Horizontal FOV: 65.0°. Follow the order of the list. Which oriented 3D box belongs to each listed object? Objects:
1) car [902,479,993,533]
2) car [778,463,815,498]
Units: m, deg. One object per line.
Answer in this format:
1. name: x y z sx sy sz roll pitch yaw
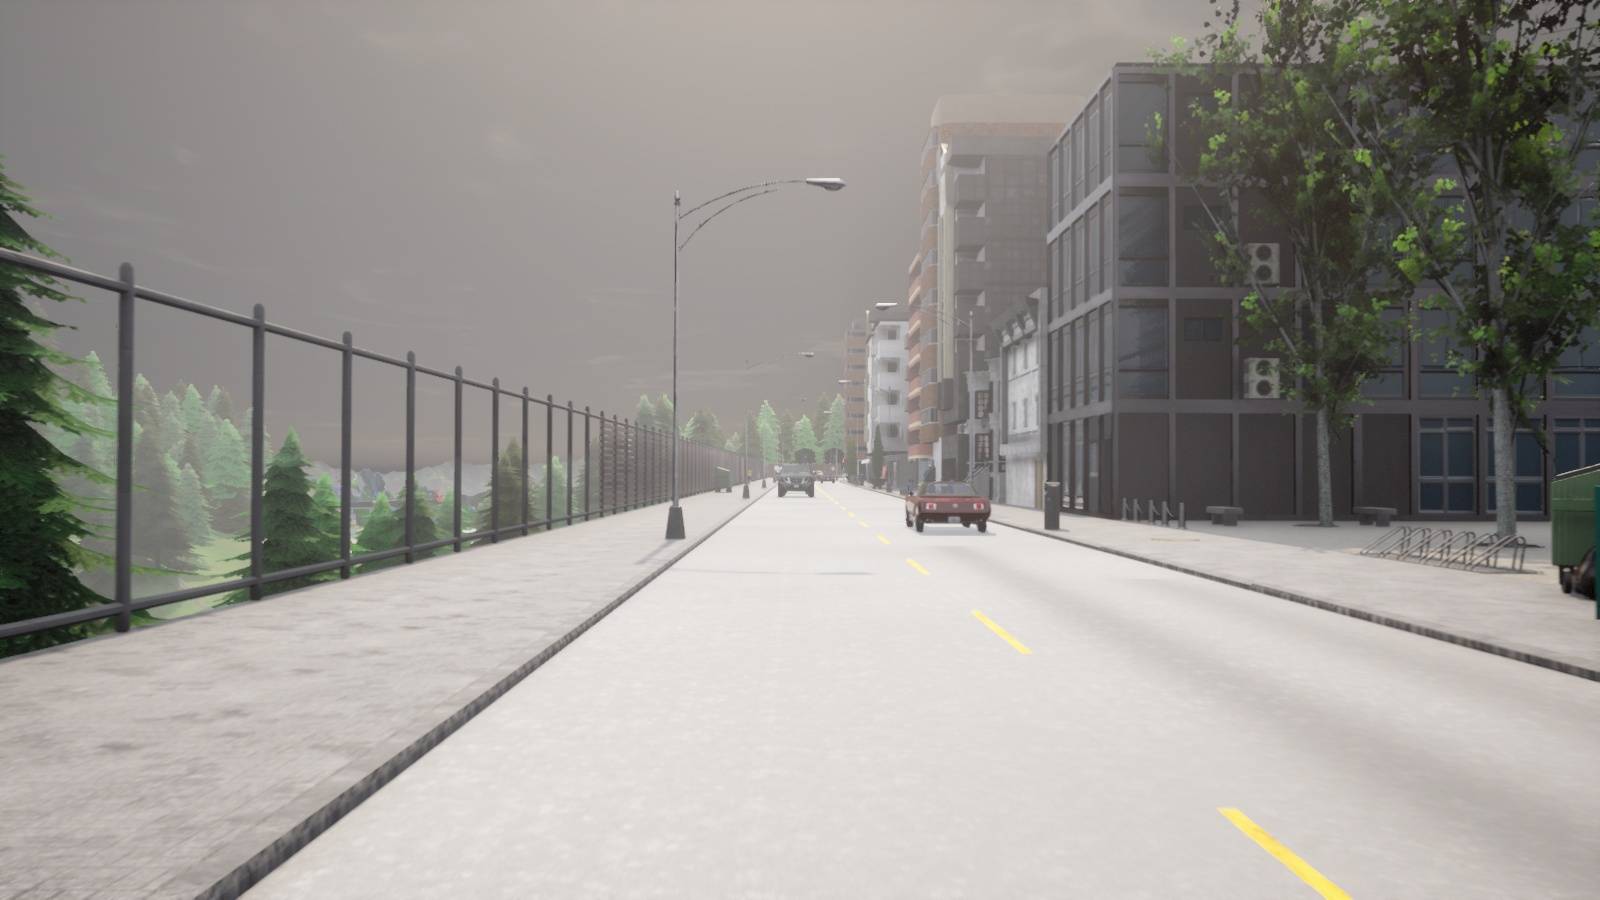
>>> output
1. car: 3.903 1.469 34.025 1.895 1.301 4.718 0 -1 0
2. car: -0.215 1.808 76.079 2.150 2.045 5.566 0 -1 0
